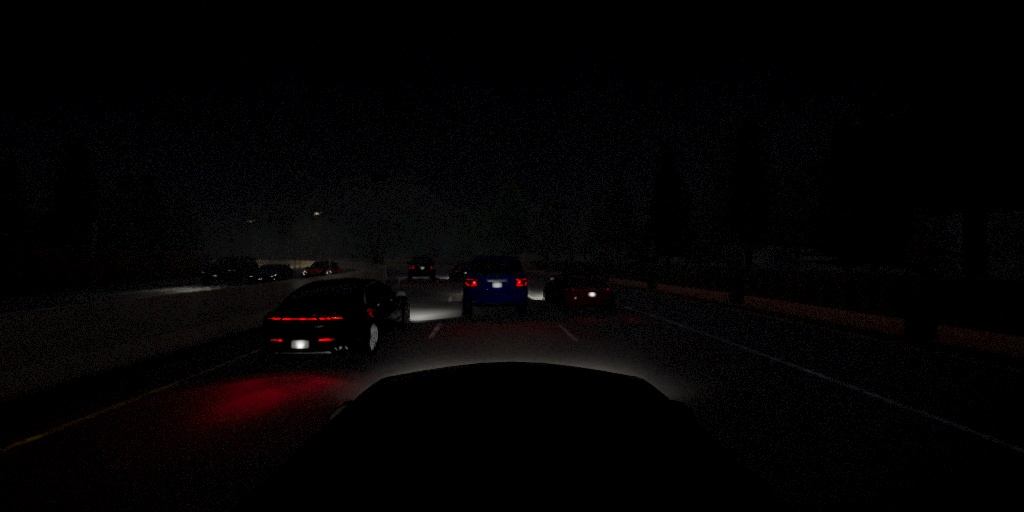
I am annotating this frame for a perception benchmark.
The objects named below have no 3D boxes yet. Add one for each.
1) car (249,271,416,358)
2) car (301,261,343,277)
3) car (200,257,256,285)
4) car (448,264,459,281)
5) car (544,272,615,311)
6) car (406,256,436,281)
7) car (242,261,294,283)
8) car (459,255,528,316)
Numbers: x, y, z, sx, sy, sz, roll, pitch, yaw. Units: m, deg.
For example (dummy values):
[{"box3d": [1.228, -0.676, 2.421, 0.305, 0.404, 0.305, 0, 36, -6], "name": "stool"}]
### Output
[{"box3d": [-3.797, 1.275, 8.582, 1.837, 1.490, 4.892, 0, 0, -4], "name": "car"}, {"box3d": [-14.213, 1.176, 27.029, 2.097, 1.767, 4.553, 0, 0, -15], "name": "car"}, {"box3d": [-21.655, 1.059, 27.818, 2.150, 2.045, 5.566, 0, 0, -17], "name": "car"}, {"box3d": [-4.393, 1.388, 31.314, 1.994, 1.385, 4.181, 0, 0, -16], "name": "car"}, {"box3d": [2.606, 1.341, 14.694, 1.994, 1.385, 4.181, 0, 0, -7], "name": "car"}, {"box3d": [-7.696, 1.047, 30.367, 2.150, 2.045, 5.566, 0, 0, -16], "name": "car"}, {"box3d": [-17.719, 1.336, 26.664, 1.837, 1.490, 4.892, 0, -1, -15], "name": "car"}, {"box3d": [-0.745, 1.000, 13.728, 2.150, 2.045, 5.566, 0, 0, -6], "name": "car"}]
